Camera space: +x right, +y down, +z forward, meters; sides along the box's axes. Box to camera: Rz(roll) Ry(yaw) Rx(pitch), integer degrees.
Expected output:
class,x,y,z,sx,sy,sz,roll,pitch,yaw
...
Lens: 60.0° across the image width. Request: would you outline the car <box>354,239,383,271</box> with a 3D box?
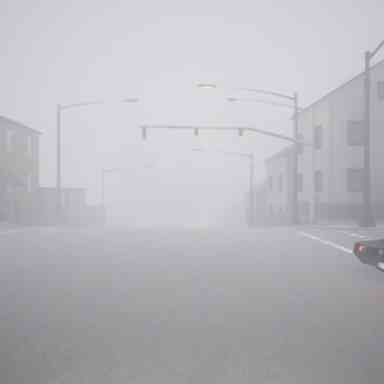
class,x,y,z,sx,sy,sz,roll,pitch,yaw
car,6.989,1.594,9.041,4.718,1.301,1.895,0,0,-16
